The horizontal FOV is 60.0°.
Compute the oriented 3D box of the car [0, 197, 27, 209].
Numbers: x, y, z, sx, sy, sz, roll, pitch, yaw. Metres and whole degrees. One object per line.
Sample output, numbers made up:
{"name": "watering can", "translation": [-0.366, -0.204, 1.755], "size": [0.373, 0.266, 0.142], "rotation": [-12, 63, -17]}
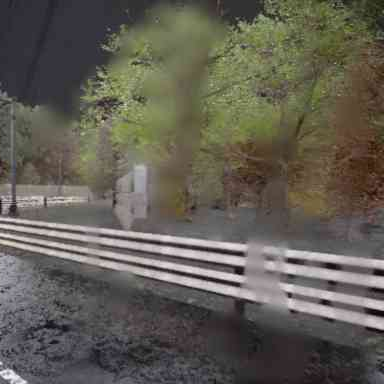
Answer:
{"name": "car", "translation": [-22.190, 1.292, 40.945], "size": [2.128, 1.511, 4.902], "rotation": [0, 0, 2]}
